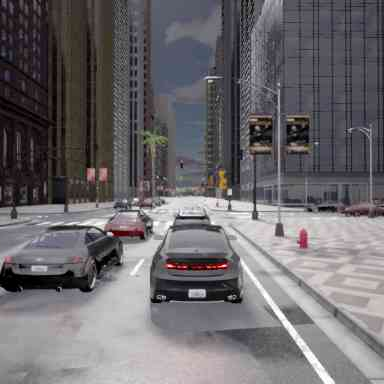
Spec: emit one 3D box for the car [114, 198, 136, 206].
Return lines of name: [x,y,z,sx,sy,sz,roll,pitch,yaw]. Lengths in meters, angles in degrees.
car: [-9.929,1.765,48.290,2.033,1.411,5.357,0,0,0]

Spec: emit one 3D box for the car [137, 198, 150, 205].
car: [-9.867,1.923,67.730,1.994,1.385,4.181,0,0,1]

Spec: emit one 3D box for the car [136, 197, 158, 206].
car: [-6.679,1.706,50.020,1.882,1.535,5.008,0,0,0]

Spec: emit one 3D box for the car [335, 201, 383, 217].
car: [15.267,1.575,29.235,4.206,1.307,1.802,0,0,-1]

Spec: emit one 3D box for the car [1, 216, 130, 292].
car: [-3.170,1.576,8.963,1.994,1.385,4.181,0,0,1]

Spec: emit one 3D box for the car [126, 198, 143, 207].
car: [-9.928,1.775,57.844,2.128,1.511,4.902,0,0,0]

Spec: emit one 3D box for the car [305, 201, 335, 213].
car: [15.123,1.660,37.759,4.313,1.339,1.947,0,0,-1]

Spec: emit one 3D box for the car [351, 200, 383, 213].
car: [20.762,1.641,37.856,4.313,1.339,1.947,0,0,-1]

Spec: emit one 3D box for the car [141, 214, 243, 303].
car: [0.087,1.515,8.189,1.837,1.490,4.892,0,0,0]

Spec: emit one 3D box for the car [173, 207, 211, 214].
car: [0.021,1.529,17.510,2.128,1.511,4.902,0,0,0]

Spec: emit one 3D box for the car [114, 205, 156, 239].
car: [-3.178,1.601,17.362,1.994,1.385,4.181,0,0,0]

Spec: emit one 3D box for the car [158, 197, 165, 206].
car: [-6.669,1.651,60.057,2.097,1.767,4.553,0,0,0]

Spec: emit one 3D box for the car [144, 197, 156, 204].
car: [-9.881,1.985,78.324,2.033,1.411,5.357,0,0,0]
